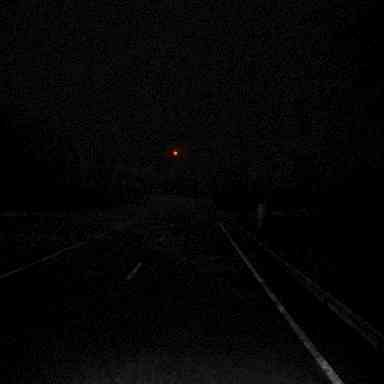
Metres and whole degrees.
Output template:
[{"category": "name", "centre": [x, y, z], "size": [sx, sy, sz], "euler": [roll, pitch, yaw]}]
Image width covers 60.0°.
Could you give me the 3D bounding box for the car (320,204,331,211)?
[{"category": "car", "centre": [16.834, 1.731, 36.224], "size": [5.357, 1.411, 2.033], "euler": [0, 0, -2]}]
